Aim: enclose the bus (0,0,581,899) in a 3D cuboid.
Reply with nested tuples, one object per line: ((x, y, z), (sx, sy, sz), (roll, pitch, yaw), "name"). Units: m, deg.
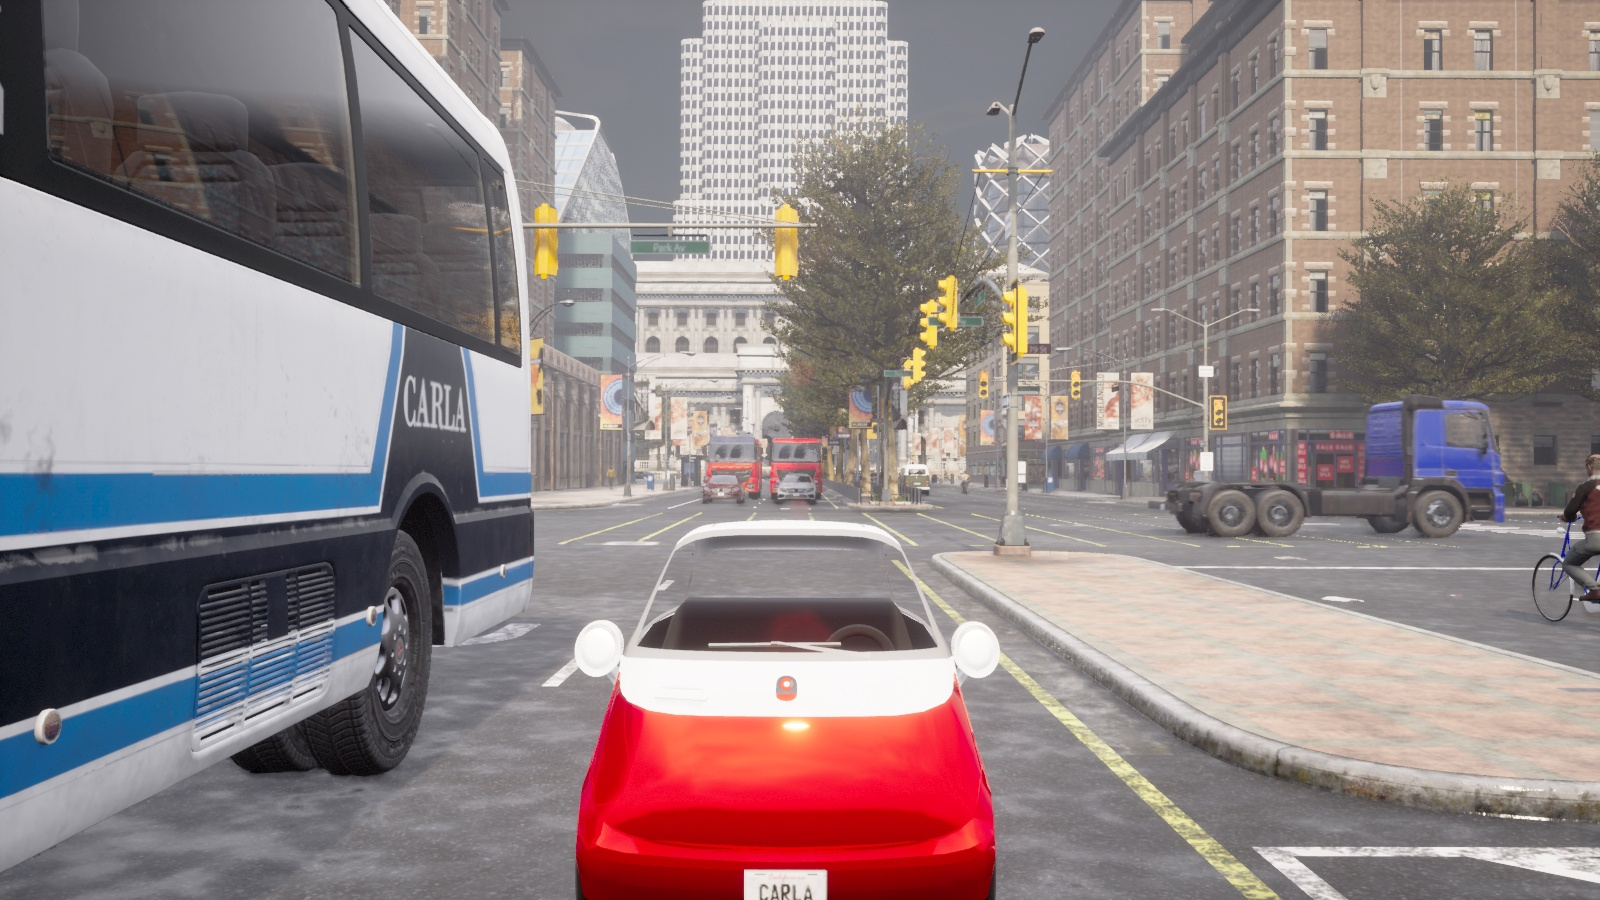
((-3.542, -0.482, 3.917), (3.944, 4.253, 10.273), (0, -1, 0), "bus")

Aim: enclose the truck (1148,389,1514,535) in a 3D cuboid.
((13.110, 0.308, 31.489), (7.936, 3.462, 2.891), (0, -1, 0), "truck")

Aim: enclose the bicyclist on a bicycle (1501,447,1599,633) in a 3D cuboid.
((7.942, 0.866, 12.700), (0.659, 1.776, 1.843), (0, -1, 0), "bicyclist on a bicycle")

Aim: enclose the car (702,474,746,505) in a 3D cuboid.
((-3.653, 1.877, 61.008), (1.812, 1.442, 4.674), (0, -1, 1), "car")

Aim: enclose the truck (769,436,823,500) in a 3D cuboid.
((-0.204, 1.037, 71.874), (2.891, 3.462, 7.936), (0, -1, 0), "truck")

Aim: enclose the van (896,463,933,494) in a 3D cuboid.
((7.765, 1.938, 85.469), (2.069, 2.038, 4.480), (0, -1, 0), "van")

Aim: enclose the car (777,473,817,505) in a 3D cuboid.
((-0.118, 1.859, 60.803), (1.812, 1.442, 4.674), (0, -1, 1), "car")

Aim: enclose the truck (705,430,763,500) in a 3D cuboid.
((-3.707, 0.879, 72.521), (2.891, 3.827, 8.468), (0, -1, 0), "truck")

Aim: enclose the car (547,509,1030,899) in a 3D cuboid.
((-0.039, 0.953, 4.966), (1.481, 1.376, 2.207), (0, -1, 0), "car")
